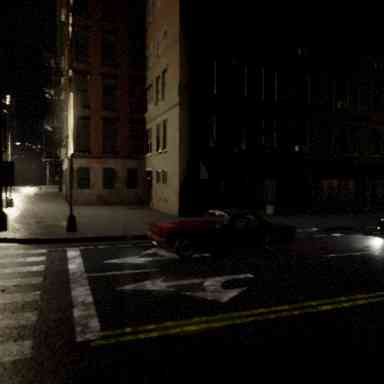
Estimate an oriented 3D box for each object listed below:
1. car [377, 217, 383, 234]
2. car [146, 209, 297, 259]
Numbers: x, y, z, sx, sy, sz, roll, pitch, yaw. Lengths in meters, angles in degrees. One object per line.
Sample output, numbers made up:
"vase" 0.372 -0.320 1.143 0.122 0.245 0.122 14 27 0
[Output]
"car" 10.246 1.290 14.563 4.181 1.385 1.994 0 2 -22
"car" 0.941 1.250 10.875 4.718 1.301 1.895 0 2 -22
